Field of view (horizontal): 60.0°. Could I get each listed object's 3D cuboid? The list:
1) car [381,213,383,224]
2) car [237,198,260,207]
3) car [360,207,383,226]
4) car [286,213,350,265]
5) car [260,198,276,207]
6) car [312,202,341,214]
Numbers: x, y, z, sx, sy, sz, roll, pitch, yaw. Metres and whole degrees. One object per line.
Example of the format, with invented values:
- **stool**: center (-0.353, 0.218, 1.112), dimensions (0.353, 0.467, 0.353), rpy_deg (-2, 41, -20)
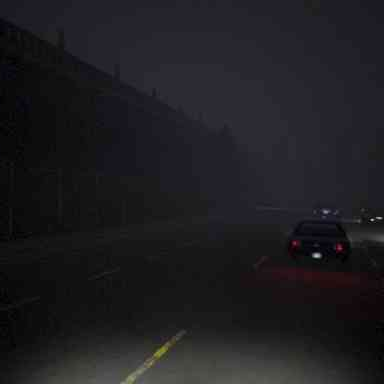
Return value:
- **car**: center (8.207, 1.639, 11.547), dimensions (2.128, 1.511, 4.902), rpy_deg (1, 0, 23)
- **car**: center (8.472, 1.844, 55.487), dimensions (1.895, 1.301, 4.718), rpy_deg (1, 0, -38)
- **car**: center (14.084, 1.828, 25.499), dimensions (1.994, 1.385, 4.181), rpy_deg (1, 0, 23)
- **car**: center (4.745, 1.698, 12.354), dimensions (1.895, 1.301, 4.718), rpy_deg (1, 0, 23)
- **car**: center (11.980, 1.775, 56.614), dimensions (1.882, 1.535, 5.008), rpy_deg (1, -1, -35)
- **car**: center (10.778, 1.568, 26.663), dimensions (2.097, 1.767, 4.553), rpy_deg (1, 0, 23)
